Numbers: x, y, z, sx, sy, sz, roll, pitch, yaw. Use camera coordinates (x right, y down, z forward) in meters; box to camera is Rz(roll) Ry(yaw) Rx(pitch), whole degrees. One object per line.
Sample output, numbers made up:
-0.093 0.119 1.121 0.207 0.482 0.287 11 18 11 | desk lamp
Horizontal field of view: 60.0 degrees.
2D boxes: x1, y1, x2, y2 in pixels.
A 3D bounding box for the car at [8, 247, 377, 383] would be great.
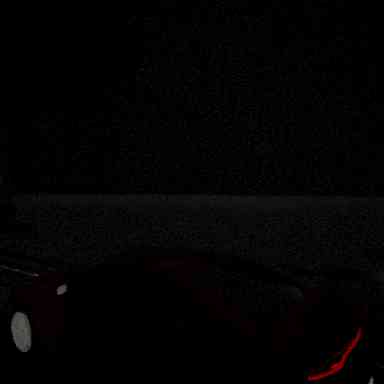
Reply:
-0.470 1.482 4.331 5.008 1.535 1.882 0 0 36 | car
